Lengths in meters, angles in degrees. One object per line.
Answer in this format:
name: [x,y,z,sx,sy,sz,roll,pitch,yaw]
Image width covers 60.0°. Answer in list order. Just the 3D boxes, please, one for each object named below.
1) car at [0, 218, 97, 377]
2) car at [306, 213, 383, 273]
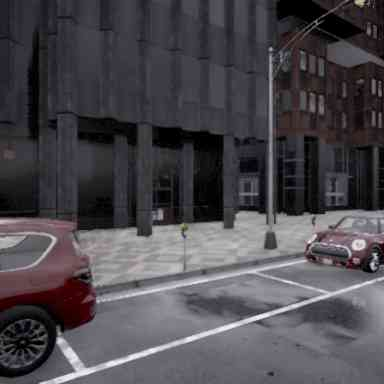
car: [-3.693,1.316,4.013,5.009,1.841,2.192,0,0,-35]
car: [5.443,1.430,10.527,4.097,1.590,1.967,0,0,-35]
